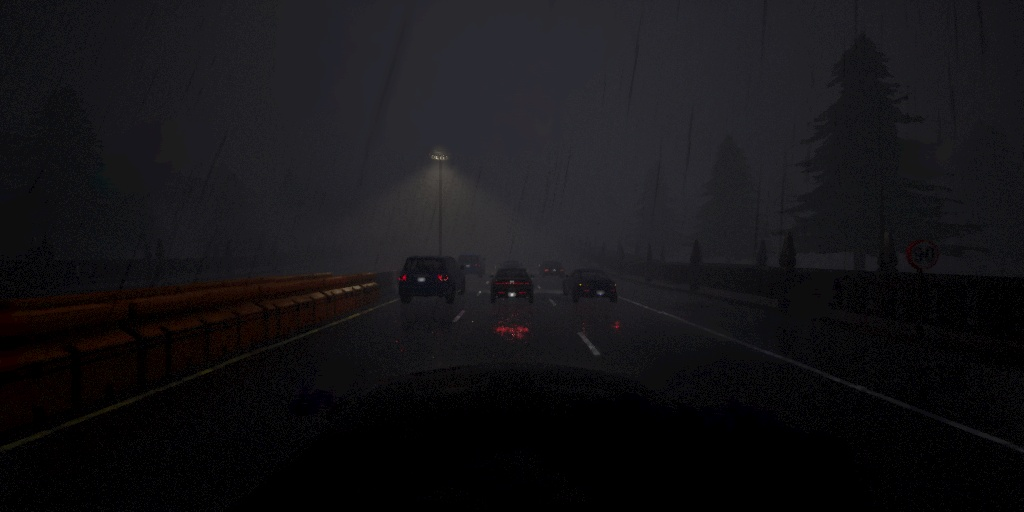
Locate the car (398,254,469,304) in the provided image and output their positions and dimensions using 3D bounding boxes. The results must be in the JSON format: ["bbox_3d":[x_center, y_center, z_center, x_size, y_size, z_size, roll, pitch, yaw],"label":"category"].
[{"bbox_3d":[-3.500,1.005,16.533,2.150,2.045,5.566,0,0,0],"label":"car"}]

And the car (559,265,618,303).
[{"bbox_3d":[3.500,1.280,16.506,1.812,1.442,4.674,0,0,0],"label":"car"}]

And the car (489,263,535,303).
[{"bbox_3d":[0.000,1.264,16.505,1.837,1.490,4.892,0,0,0],"label":"car"}]

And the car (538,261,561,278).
[{"bbox_3d":[3.424,1.107,31.543,2.033,1.411,5.357,0,2,0],"label":"car"}]

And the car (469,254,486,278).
[{"bbox_3d":[-3.576,0.798,31.525,2.150,2.045,5.566,0,2,0],"label":"car"}]

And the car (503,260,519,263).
[{"bbox_3d":[-0.076,1.078,31.522,1.812,1.442,4.674,0,2,0],"label":"car"}]
